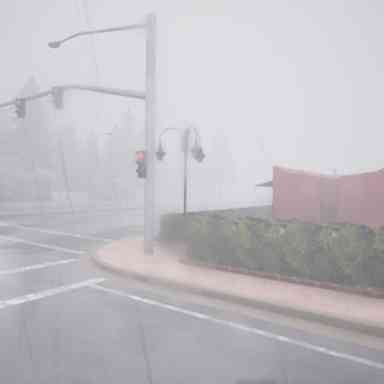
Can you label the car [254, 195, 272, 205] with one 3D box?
[{"bbox_3d":[11.232,1.277,50.934,2.128,1.511,4.902,1,0,37],"label":"car"}]
